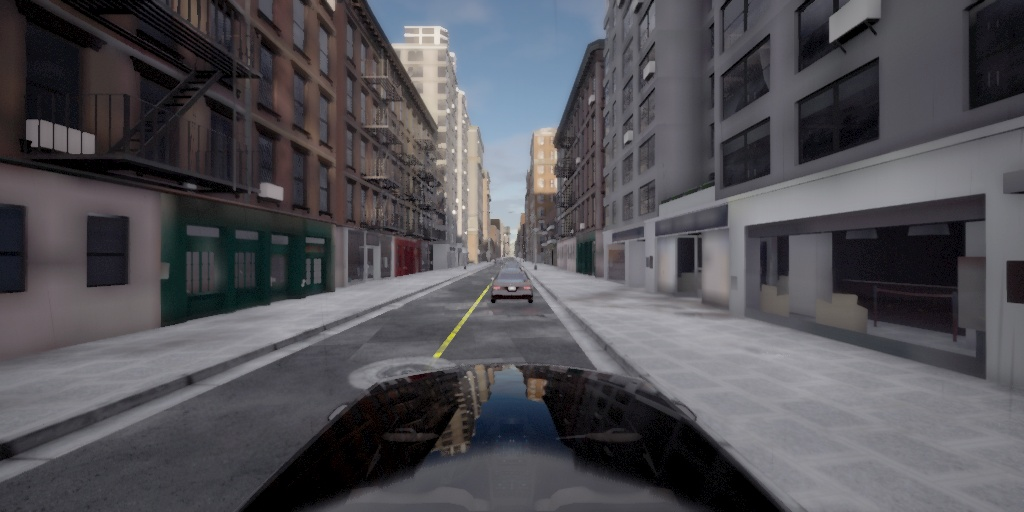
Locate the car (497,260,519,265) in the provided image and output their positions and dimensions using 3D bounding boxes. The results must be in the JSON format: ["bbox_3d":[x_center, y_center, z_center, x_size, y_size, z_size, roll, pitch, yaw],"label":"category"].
[{"bbox_3d":[0.000,1.307,31.500,2.033,1.411,5.357,0,0,0],"label":"car"}]

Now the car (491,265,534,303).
[{"bbox_3d":[0.000,1.311,16.499,2.033,1.411,5.357,0,0,0],"label":"car"}]
